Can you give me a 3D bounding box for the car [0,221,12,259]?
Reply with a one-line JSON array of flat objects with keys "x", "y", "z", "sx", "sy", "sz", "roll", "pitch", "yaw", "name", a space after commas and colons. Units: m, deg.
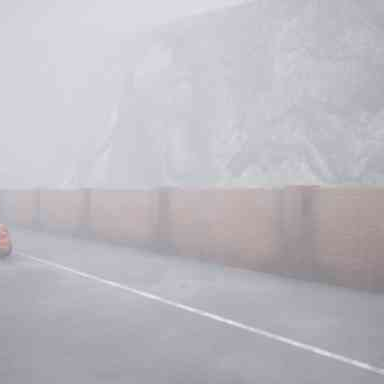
[{"x": -8.049, "y": 1.333, "z": 11.484, "sx": 4.553, "sy": 1.767, "sz": 2.097, "roll": 0, "pitch": 0, "yaw": 43, "name": "car"}]
